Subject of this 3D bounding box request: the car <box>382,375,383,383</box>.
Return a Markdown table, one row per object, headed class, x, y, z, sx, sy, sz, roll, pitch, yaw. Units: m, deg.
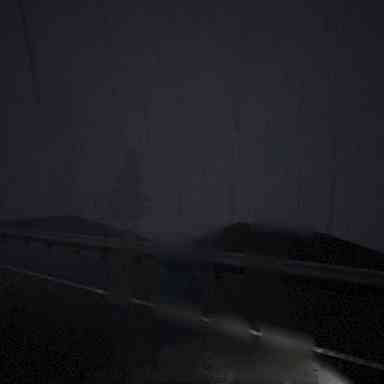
| class | x | y | z | sx | sy | sz | roll | pitch | yaw |
| --- | --- | --- | --- | --- | --- | --- | --- | --- | --- |
| car | 3.242 | 1.565 | 1.678 | 4.181 | 1.385 | 1.994 | 0 | 0 | 36 |
